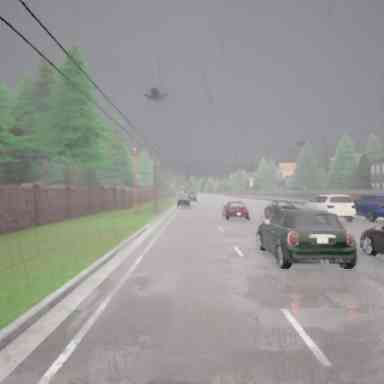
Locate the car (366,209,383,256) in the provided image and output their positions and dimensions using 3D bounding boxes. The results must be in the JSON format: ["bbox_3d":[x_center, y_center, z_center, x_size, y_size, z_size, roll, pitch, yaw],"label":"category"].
[{"bbox_3d":[7.085,1.496,10.247,1.837,1.490,4.892,0,0,0],"label":"car"}]

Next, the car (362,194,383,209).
[{"bbox_3d":[14.094,1.199,25.866,2.150,2.045,5.566,0,0,0],"label":"car"}]

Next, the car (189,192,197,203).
[{"bbox_3d":[0.025,1.290,68.585,1.882,1.535,5.008,0,0,0],"label":"car"}]

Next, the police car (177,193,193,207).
[{"bbox_3d":[-1.208,1.384,49.592,1.930,1.638,5.238,0,0,0],"label":"police car"}]

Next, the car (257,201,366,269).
[{"bbox_3d":[3.586,1.344,11.233,2.097,1.767,4.553,0,0,0],"label":"car"}]

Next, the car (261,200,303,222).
[{"bbox_3d":[7.095,1.470,26.789,2.128,1.511,4.902,0,0,0],"label":"car"}]

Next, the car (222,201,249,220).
[{"bbox_3d":[3.591,1.503,27.794,1.812,1.442,4.674,0,0,0],"label":"car"}]

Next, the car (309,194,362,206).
[{"bbox_3d":[10.593,1.199,25.917,2.150,2.045,5.566,0,0,0],"label":"car"}]

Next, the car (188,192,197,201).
[{"bbox_3d":[0.030,1.005,81.537,2.150,2.045,5.566,0,0,0],"label":"car"}]
